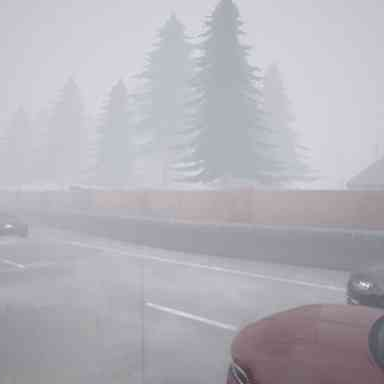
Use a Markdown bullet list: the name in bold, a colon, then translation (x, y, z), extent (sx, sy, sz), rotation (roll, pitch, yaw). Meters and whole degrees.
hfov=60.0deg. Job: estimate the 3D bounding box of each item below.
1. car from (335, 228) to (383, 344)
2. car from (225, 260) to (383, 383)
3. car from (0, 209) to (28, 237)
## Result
- **car**: translation (4.933, 1.527, 4.843), extent (4.902, 1.511, 2.128), rotation (0, 0, 35)
- **car**: translation (2.603, 1.496, 2.209), extent (5.008, 1.535, 1.882), rotation (0, 0, 35)
- **car**: translation (-10.090, 1.583, 17.066), extent (4.181, 1.385, 1.994), rotation (0, 0, 43)
